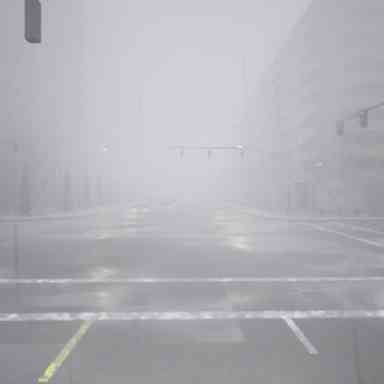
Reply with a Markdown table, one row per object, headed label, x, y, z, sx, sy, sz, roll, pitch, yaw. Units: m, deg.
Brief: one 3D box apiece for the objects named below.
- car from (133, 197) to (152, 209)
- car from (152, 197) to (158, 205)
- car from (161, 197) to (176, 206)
| label | x | y | z | sx | sy | sz | roll | pitch | yaw |
| --- | --- | --- | --- | --- | --- | --- | --- | --- | --- |
| car | -7.506 | 1.656 | 49.100 | 1.812 | 1.442 | 4.674 | 0 | 0 | -1 |
| car | -7.698 | 1.643 | 65.293 | 1.882 | 1.535 | 5.008 | 0 | 0 | 0 |
| car | -4.152 | 1.704 | 56.143 | 1.994 | 1.385 | 4.181 | 0 | 0 | 0 |
